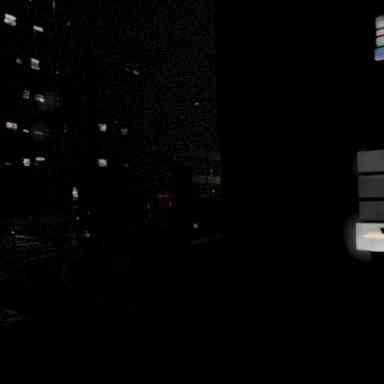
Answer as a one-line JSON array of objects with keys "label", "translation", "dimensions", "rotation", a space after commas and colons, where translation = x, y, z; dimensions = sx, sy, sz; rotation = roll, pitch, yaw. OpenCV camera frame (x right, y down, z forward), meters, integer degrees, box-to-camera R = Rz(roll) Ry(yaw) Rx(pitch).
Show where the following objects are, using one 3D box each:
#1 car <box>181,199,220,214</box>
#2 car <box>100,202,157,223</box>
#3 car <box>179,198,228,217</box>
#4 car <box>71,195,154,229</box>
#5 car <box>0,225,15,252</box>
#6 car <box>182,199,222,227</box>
[{"label": "car", "translation": [0.970, 1.499, 35.199], "dimensions": [2.008, 1.369, 4.403], "rotation": [-1, 0, 36]}, {"label": "car", "translation": [-5.044, 1.575, 27.082], "dimensions": [1.887, 1.381, 4.507], "rotation": [-1, 0, 36]}, {"label": "car", "translation": [1.180, 1.402, 31.095], "dimensions": [2.128, 1.511, 4.902], "rotation": [-2, -1, 36]}, {"label": "car", "translation": [-5.265, 1.219, 22.248], "dimensions": [2.150, 2.045, 5.566], "rotation": [-2, -1, 36]}, {"label": "car", "translation": [-7.898, 1.560, 11.116], "dimensions": [1.837, 1.490, 4.892], "rotation": [-4, 1, 1]}, {"label": "car", "translation": [1.173, 1.267, 21.047], "dimensions": [1.967, 1.590, 4.097], "rotation": [-1, 0, 36]}]
